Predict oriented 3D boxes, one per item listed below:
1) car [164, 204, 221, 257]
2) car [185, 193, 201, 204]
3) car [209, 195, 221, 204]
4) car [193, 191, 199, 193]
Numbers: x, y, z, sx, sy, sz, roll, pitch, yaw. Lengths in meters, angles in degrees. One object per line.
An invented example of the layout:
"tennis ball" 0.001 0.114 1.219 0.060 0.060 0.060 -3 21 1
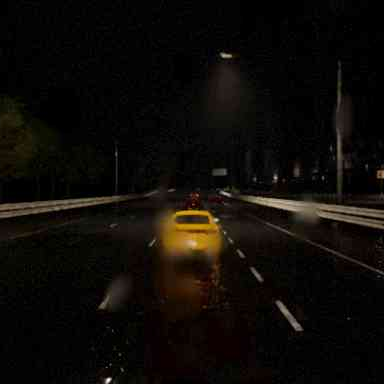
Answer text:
"car" 0.013 1.461 12.862 1.882 1.535 5.008 0 0 0
"car" 0.175 1.315 42.508 1.882 1.535 5.008 0 0 0
"car" 3.928 1.204 57.566 1.882 1.535 5.008 0 1 1
"car" 0.529 1.089 72.501 1.882 1.535 5.008 0 1 1
